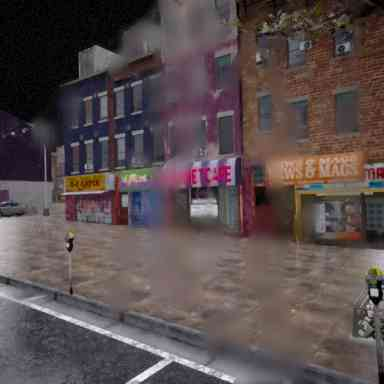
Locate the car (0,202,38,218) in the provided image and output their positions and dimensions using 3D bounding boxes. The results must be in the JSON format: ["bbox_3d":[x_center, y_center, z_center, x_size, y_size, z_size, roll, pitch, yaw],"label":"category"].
[{"bbox_3d":[-15.399,1.542,28.254,1.994,1.385,4.181,-2,-1,36],"label":"car"}]
